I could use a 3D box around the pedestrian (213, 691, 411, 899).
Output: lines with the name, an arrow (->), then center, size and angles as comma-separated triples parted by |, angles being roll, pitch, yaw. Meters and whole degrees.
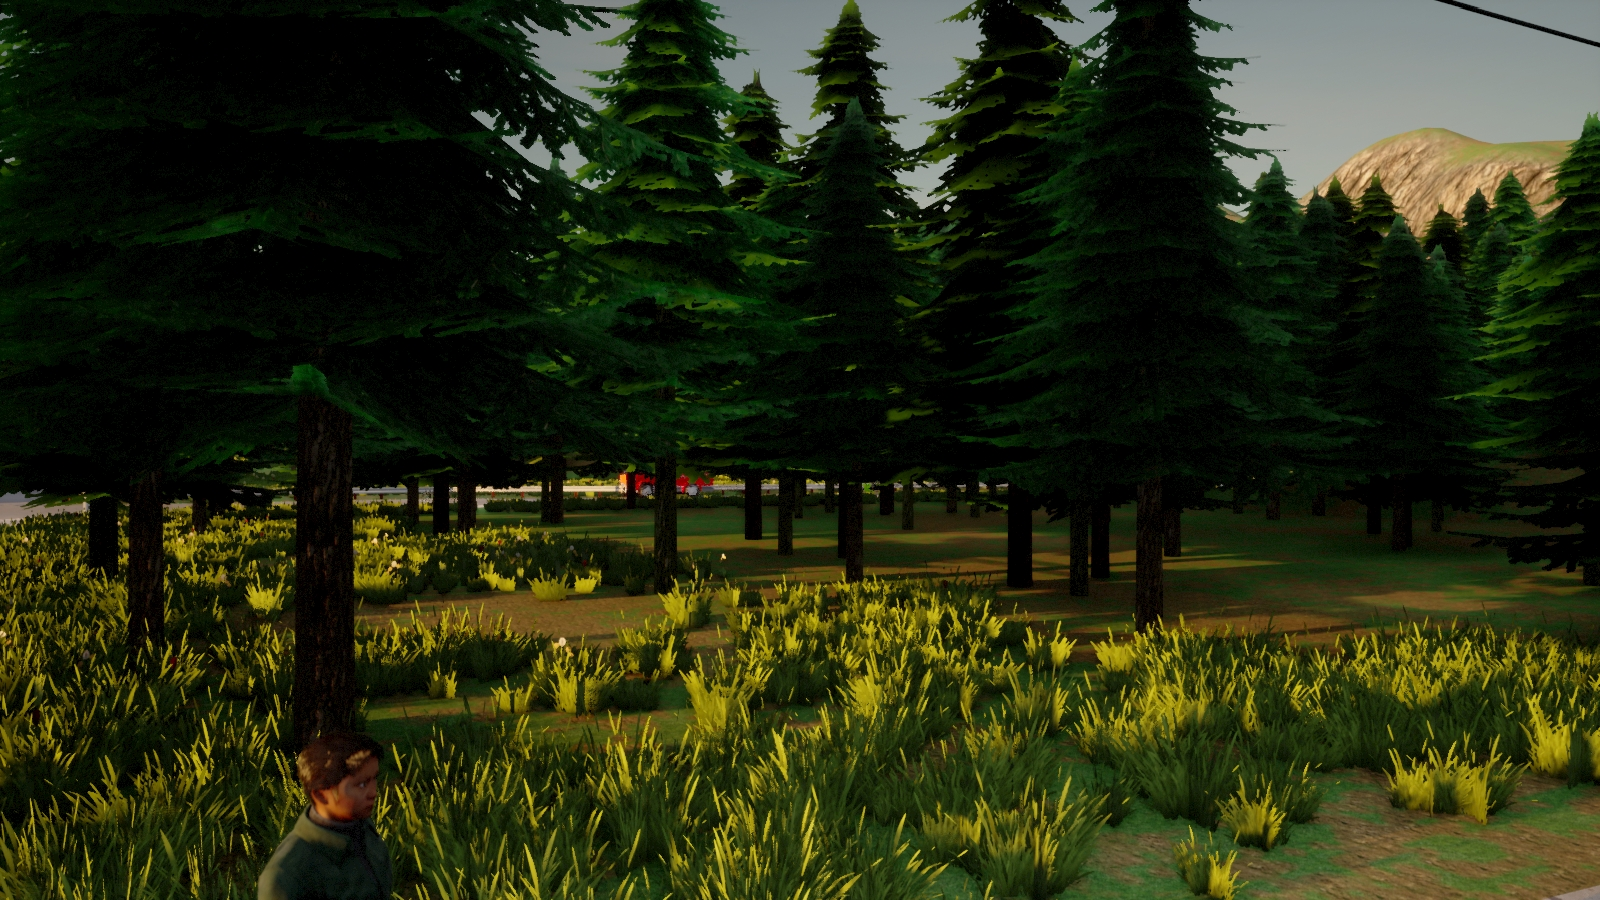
pedestrian -> -1.379, 1.663, 3.259 | 0.375, 1.860, 0.375 | 0, 0, 10
